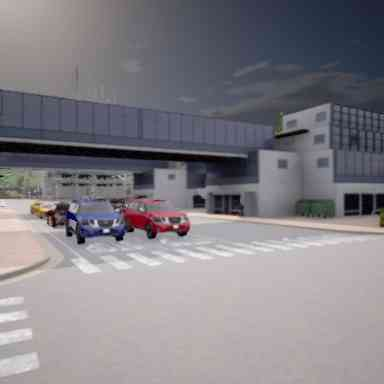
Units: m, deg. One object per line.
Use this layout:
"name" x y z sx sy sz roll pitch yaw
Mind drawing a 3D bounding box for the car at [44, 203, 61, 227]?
"car" -9.878 1.702 25.810 2.097 1.767 4.553 0 -1 -30

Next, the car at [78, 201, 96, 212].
"car" -16.364 2.204 51.714 1.812 1.442 4.674 0 -1 -29

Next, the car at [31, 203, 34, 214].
"car" -20.050 2.086 43.781 1.882 1.535 5.008 0 -1 -29

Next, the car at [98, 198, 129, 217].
"car" -9.481 1.728 39.672 2.150 2.045 5.566 0 0 -30

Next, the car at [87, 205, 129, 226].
"car" -7.253 1.911 28.272 2.033 1.411 5.357 0 -1 -30

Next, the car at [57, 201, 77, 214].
"car" -17.357 2.124 46.133 1.837 1.490 4.892 0 0 -29

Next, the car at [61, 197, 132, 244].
"car" -5.238 1.454 17.622 2.150 2.045 5.566 0 -1 -29

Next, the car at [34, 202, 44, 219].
"car" -15.021 1.958 34.865 1.882 1.535 5.008 0 -1 -30

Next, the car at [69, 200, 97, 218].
"car" -12.180 1.841 36.951 2.097 1.767 4.553 0 -1 -30

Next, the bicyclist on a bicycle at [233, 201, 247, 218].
"bicyclist on a bicycle" 4.451 1.634 30.926 1.656 1.620 0.582 0 -1 -30

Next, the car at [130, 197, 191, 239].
"car" -2.183 1.457 19.380 2.150 2.045 5.566 0 -1 -30

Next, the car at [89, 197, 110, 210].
"car" -16.318 1.977 58.560 2.150 2.045 5.566 0 -1 -30
